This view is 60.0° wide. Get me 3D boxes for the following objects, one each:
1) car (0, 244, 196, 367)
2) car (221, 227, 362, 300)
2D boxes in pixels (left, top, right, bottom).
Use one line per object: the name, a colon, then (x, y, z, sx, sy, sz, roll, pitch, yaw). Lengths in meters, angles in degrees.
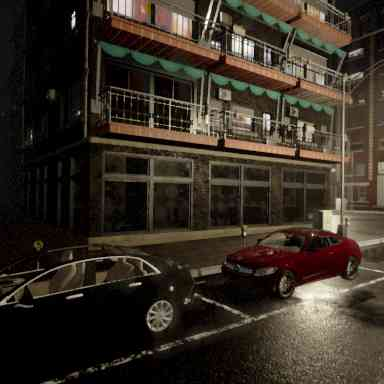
car: (-1.978, 1.551, 5.090, 4.403, 1.369, 2.008, 0, 1, -35)
car: (2.650, 1.585, 8.393, 4.206, 1.307, 1.802, 0, 1, -35)
